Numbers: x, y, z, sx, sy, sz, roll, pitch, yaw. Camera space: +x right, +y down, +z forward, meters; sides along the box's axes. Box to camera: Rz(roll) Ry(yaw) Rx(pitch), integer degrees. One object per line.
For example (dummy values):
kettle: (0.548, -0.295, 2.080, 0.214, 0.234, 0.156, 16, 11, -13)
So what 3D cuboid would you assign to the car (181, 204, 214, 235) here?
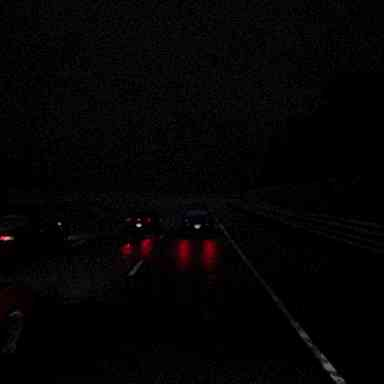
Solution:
car: (0.324, 1.636, 19.610, 1.812, 1.442, 4.674, 0, 0, 1)

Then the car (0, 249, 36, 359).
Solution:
car: (-3.379, 1.614, 3.075, 1.895, 1.301, 4.718, 0, 0, 0)

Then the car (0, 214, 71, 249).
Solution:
car: (-6.781, 1.614, 13.622, 2.033, 1.411, 5.357, 0, 0, 1)

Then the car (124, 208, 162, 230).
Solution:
car: (-3.128, 1.725, 22.149, 1.895, 1.301, 4.718, 0, 0, 1)

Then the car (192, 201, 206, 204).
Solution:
car: (0.801, 1.726, 37.448, 2.128, 1.511, 4.902, 0, 0, 2)
